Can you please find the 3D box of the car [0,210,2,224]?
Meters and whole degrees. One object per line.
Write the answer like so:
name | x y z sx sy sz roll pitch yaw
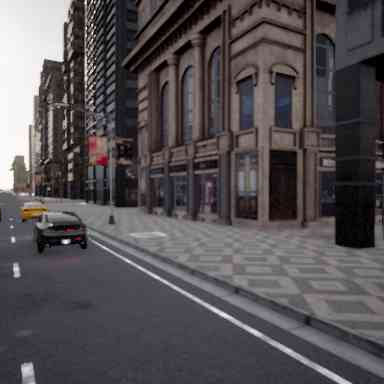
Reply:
car | -15.617 1.748 25.443 1.895 1.301 4.718 0 0 -28

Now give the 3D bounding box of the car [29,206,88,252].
car | -5.824 1.578 14.447 1.837 1.490 4.892 0 0 -28

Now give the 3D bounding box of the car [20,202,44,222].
car | -13.619 1.628 28.580 1.882 1.535 5.008 0 0 -28
